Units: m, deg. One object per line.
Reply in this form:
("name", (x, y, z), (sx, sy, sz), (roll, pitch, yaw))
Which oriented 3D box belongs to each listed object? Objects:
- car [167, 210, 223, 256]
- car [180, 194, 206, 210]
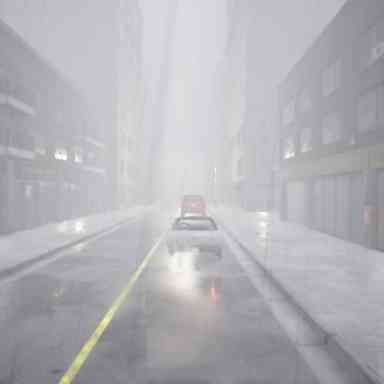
("car", (0.100, 1.598, 13.087), (1.895, 1.301, 4.718), (0, 0, 0))
("car", (0.107, 1.220, 30.572), (2.150, 2.045, 5.566), (0, 0, 0))
